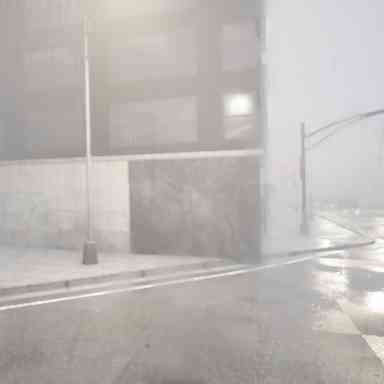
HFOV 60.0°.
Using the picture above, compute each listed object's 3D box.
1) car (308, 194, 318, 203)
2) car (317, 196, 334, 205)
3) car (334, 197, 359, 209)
[{"bbox_3d":[26.697,1.544,71.013,2.128,1.511,4.902,-1,0,12],"label":"car"},{"bbox_3d":[24.219,1.565,59.387,1.994,1.385,4.181,-1,0,12],"label":"car"},{"bbox_3d":[21.127,1.498,45.037,1.837,1.490,4.892,-1,0,13],"label":"car"}]
